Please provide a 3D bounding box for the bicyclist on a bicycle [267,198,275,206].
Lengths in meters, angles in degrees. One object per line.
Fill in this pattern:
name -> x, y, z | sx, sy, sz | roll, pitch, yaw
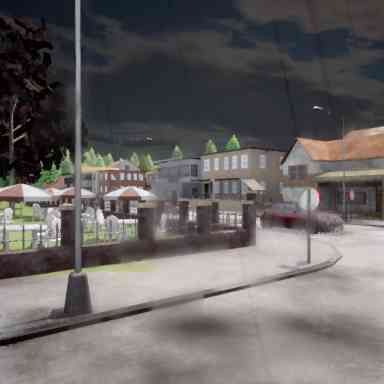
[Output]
bicyclist on a bicycle -> 7.565, 1.349, 31.435 | 1.656, 1.620, 0.582 | 0, 0, -35

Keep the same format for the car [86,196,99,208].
car -> -15.321, 1.225, 49.279 | 2.150, 2.045, 5.566 | 0, 0, -35

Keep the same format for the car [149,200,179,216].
car -> -3.036, 1.526, 31.855 | 1.812, 1.442, 4.674 | 0, 0, -35

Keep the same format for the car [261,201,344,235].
car -> 6.157, 1.352, 18.918 | 2.097, 1.767, 4.553 | 0, 0, -35
